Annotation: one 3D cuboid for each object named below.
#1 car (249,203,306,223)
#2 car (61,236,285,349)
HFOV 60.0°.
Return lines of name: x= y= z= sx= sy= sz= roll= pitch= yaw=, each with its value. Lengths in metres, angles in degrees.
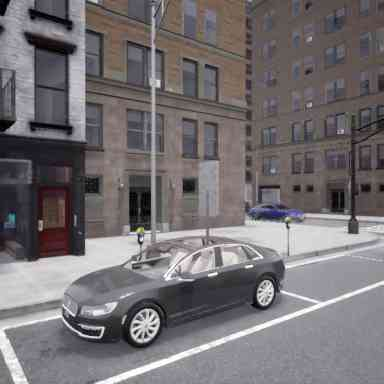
car: x=6.507 y=1.613 z=25.786 sx=1.812 sy=1.442 sz=4.674 roll=0 pitch=0 yaw=-38
car: x=-0.091 y=1.551 z=6.189 sx=4.403 sy=1.369 sz=2.008 roll=0 pitch=0 yaw=-37
